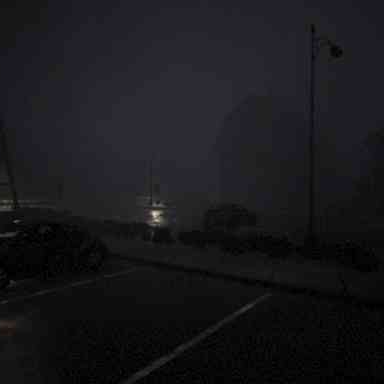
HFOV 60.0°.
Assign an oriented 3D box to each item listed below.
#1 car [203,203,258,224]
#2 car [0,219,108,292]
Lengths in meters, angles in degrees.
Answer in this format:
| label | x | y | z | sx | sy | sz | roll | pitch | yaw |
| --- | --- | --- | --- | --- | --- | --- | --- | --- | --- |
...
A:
| label | x | y | z | sx | sy | sz | roll | pitch | yaw |
| --- | --- | --- | --- | --- | --- | --- | --- | --- | --- |
| car | 2.333 | 1.389 | 19.710 | 1.816 | 1.474 | 4.193 | 1 | 1 | 36 |
| car | -4.137 | 1.420 | 8.526 | 1.784 | 1.438 | 3.905 | 1 | 1 | 36 |
